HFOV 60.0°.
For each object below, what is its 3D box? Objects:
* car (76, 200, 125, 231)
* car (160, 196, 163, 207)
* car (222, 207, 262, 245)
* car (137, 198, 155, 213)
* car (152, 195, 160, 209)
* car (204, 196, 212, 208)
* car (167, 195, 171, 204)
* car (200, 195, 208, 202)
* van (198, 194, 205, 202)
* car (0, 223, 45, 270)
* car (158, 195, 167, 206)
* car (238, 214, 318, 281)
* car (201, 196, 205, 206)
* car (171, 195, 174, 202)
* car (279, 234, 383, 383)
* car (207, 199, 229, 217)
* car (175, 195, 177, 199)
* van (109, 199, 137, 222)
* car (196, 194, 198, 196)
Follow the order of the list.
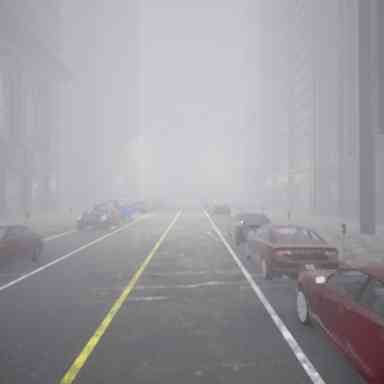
[{"bbox_3d":[-5.820,1.502,21.062,1.967,1.590,4.097,1,0,0],"label":"car"},{"bbox_3d":[-5.783,1.657,49.014,1.752,1.417,4.829,1,0,0],"label":"car"},{"bbox_3d":[2.696,1.612,15.433,1.947,1.339,4.313,1,0,0],"label":"car"},{"bbox_3d":[-5.799,1.671,37.935,1.947,1.339,4.313,1,0,0],"label":"car"},{"bbox_3d":[-5.789,1.559,43.560,1.967,1.590,4.097,1,0,0],"label":"car"},{"bbox_3d":[2.728,1.544,37.931,1.967,1.590,4.097,1,0,0],"label":"car"},{"bbox_3d":[-5.759,1.612,66.057,1.967,1.590,4.097,1,0,0],"label":"car"},{"bbox_3d":[2.750,1.696,54.805,2.008,1.369,4.403,1,0,0],"label":"car"},{"bbox_3d":[2.775,1.525,71.679,1.690,1.788,3.998,1,0,0],"label":"van"},{"bbox_3d":[-5.837,1.613,9.813,1.802,1.307,4.206,1,0,0],"label":"car"},{"bbox_3d":[-5.773,1.460,54.809,2.192,1.841,5.009,1,0,0],"label":"car"},{"bbox_3d":[2.689,1.575,9.807,1.887,1.381,4.507,1,0,0],"label":"car"},{"bbox_3d":[2.742,1.676,49.180,1.887,1.381,4.507,1,0,0],"label":"car"},{"bbox_3d":[-5.745,1.779,77.305,1.802,1.307,4.206,1,0,0],"label":"car"},{"bbox_3d":[2.682,1.558,4.182,1.887,1.381,4.507,1,0,0],"label":"car"},{"bbox_3d":[2.720,1.635,32.306,1.887,1.381,4.507,1,0,0],"label":"car"},{"bbox_3d":[-5.730,1.768,88.554,1.887,1.381,4.507,1,0,0],"label":"car"},{"bbox_3d":[-5.811,1.417,26.687,1.690,1.788,3.998,1,0,0],"label":"van"},{"bbox_3d":[2.791,1.524,82.928,2.192,1.841,5.009,1,0,0],"label":"car"}]
